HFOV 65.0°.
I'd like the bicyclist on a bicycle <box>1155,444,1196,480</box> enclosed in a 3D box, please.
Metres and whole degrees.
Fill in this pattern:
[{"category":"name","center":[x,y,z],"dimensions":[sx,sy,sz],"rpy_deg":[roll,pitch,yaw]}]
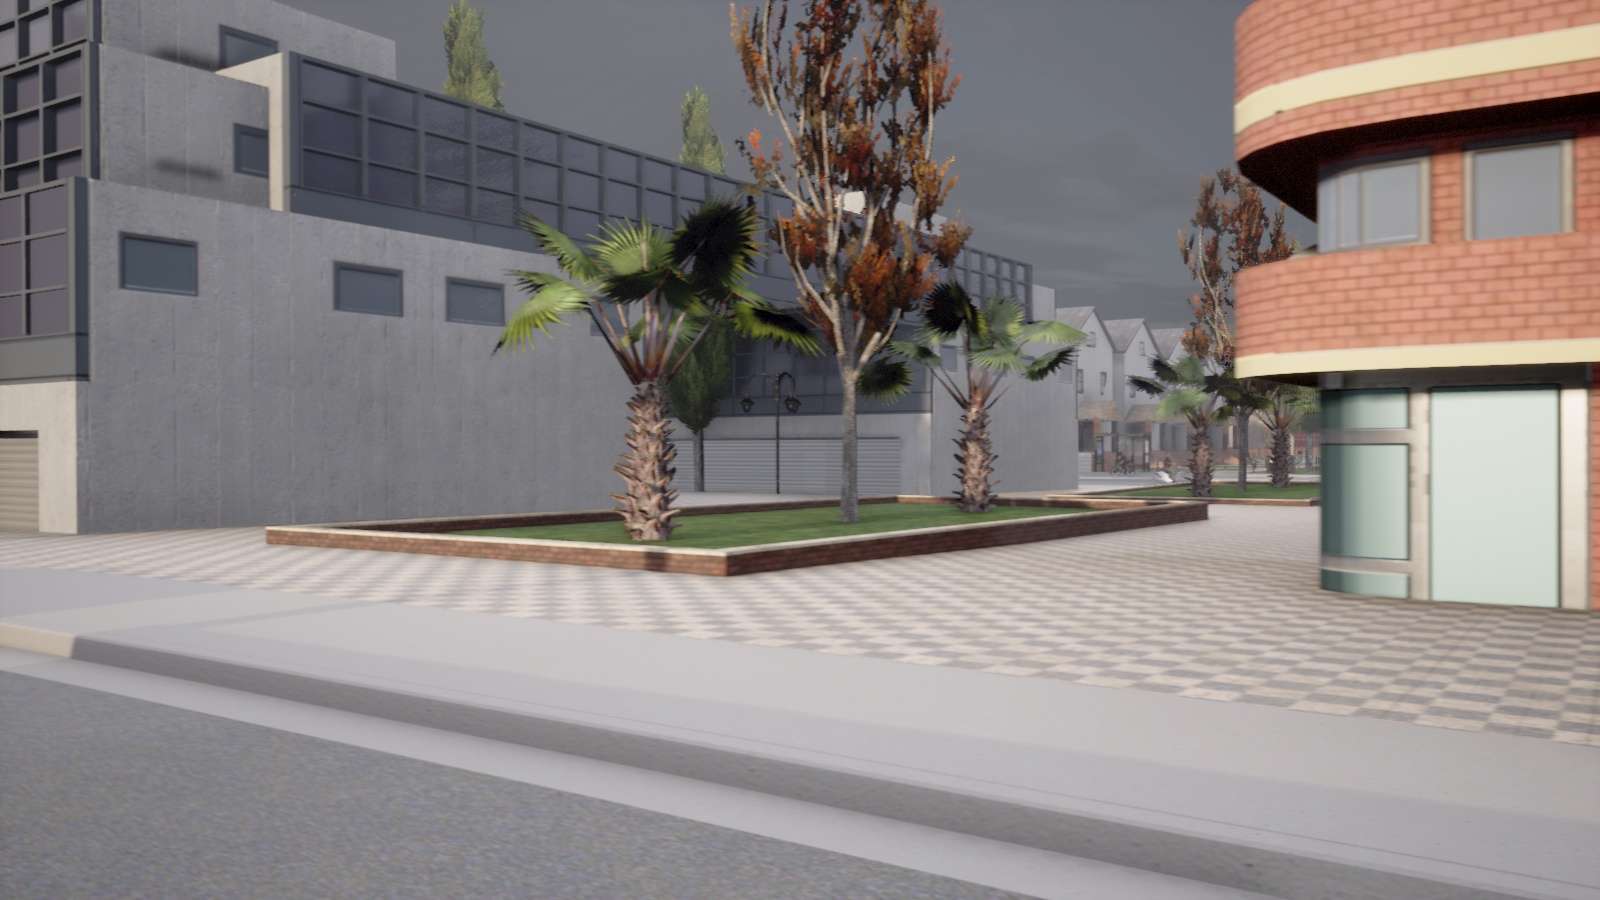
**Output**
[{"category":"bicyclist on a bicycle","center":[19.118,0.615,63.864],"dimensions":[1.843,1.776,0.659],"rpy_deg":[-1,0,33]}]
